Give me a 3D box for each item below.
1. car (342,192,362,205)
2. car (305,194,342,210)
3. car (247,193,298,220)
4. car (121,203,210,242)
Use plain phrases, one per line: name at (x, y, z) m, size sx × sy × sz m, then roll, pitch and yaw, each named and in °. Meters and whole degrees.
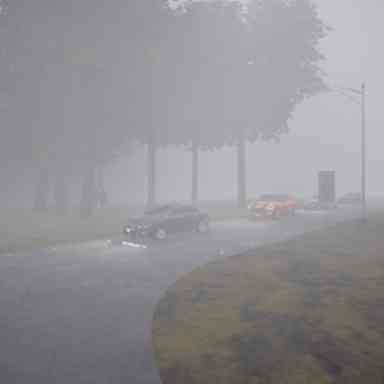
car at (19.047, 0.689, 39.579) m, size 2.033 × 1.411 × 5.357 m, roll 0°, pitch 1°, yaw 41°
car at (12.359, 0.868, 31.647) m, size 1.812 × 1.442 × 4.674 m, roll 0°, pitch 1°, yaw 40°
car at (5.783, 0.913, 23.792) m, size 2.097 × 1.767 × 4.553 m, roll 0°, pitch 1°, yaw 40°
car at (-1.080, 1.311, 15.590) m, size 1.837 × 1.490 × 4.892 m, roll 0°, pitch 1°, yaw 40°
